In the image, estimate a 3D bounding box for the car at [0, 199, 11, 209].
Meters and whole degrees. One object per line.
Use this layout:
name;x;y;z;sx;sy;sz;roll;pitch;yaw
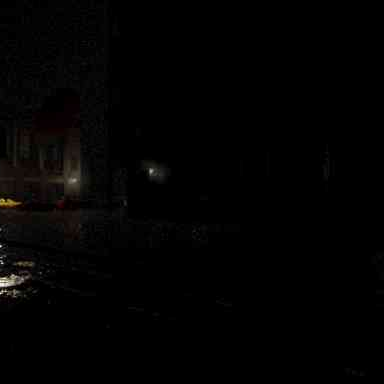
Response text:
car;-24.268;1.535;42.178;1.752;1.417;4.829;-1;-1;36

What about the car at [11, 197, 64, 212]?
car;-17.244;1.587;37.339;1.887;1.381;4.507;-1;-1;36

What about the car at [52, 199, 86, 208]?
car;-18.477;1.695;50.258;2.008;1.369;4.403;-1;-1;36

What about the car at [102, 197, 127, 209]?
car;-11.308;1.763;45.602;1.802;1.307;4.206;-1;-1;36

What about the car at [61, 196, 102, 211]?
car;-14.276;1.427;41.475;2.192;1.841;5.009;-1;-1;36
